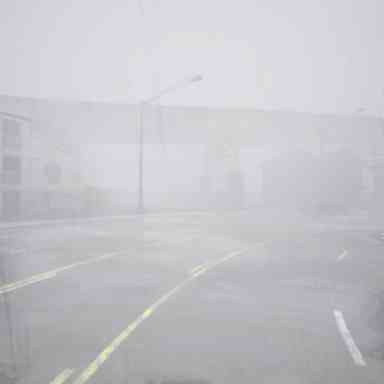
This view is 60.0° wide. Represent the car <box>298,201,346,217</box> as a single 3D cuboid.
[{"bbox_3d":[12.795,1.618,32.792,5.008,1.535,1.882,1,0,-19],"label":"car"}]
